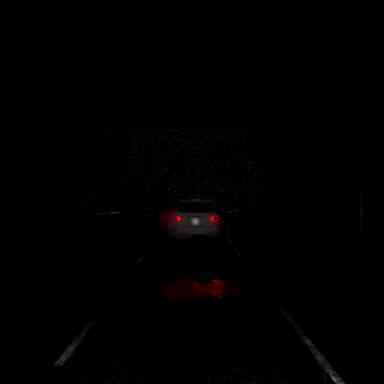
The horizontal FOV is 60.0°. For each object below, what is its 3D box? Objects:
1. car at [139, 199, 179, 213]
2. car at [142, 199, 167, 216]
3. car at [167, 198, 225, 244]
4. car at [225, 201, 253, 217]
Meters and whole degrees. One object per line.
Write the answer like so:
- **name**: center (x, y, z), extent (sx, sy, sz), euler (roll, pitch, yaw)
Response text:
- **car**: center (-3.869, 1.619, 39.996), extent (1.882, 1.535, 5.008), euler (-1, -1, 35)
- **car**: center (-2.757, 1.671, 35.113), extent (2.033, 1.411, 5.357), euler (0, 0, 24)
- **car**: center (0.261, 1.280, 16.305), extent (2.150, 2.045, 5.566), euler (0, 0, 2)
- **car**: center (4.662, 1.643, 33.254), extent (1.812, 1.442, 4.674), euler (-1, 0, 27)
